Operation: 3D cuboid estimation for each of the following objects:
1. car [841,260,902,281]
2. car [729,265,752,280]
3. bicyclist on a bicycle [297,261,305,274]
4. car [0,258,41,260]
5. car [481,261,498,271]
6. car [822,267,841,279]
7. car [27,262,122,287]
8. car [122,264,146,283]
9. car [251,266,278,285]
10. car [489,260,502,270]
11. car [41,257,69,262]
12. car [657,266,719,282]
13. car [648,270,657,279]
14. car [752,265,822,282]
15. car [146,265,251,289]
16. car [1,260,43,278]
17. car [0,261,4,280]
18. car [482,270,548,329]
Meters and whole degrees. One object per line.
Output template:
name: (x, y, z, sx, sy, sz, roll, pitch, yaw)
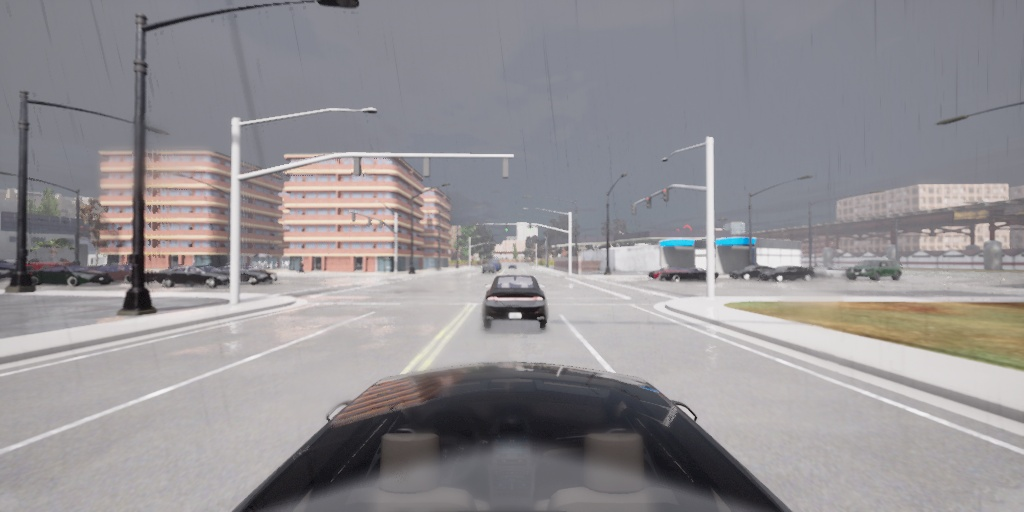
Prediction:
car: (36.177, 1.406, 35.799, 5.566, 2.045, 2.150, 0, -1, -19)
car: (25.062, 1.706, 37.147, 4.892, 1.490, 1.837, 0, -1, -5)
bicyclist on a bicycle: (-26.115, 1.383, 44.314, 0.582, 1.620, 1.656, 1, 0, 1)
car: (-50.528, 1.053, 35.482, 4.892, 1.490, 1.837, 1, -1, 2)
car: (-3.546, 1.925, 54.557, 1.837, 1.490, 4.892, 0, -1, 0)
car: (34.720, 1.826, 38.958, 4.718, 1.301, 1.895, 0, -1, -19)
car: (-29.895, 1.340, 24.400, 4.181, 1.385, 1.994, 1, -1, 1)
car: (-30.523, 1.356, 27.917, 5.357, 1.411, 2.033, 1, -1, 1)
car: (-20.779, 1.437, 27.704, 4.902, 1.511, 2.128, 1, -1, 1)
car: (-3.491, 1.766, 64.354, 2.150, 2.045, 5.566, 0, -1, 1)
car: (-50.765, 0.939, 38.941, 4.553, 1.767, 2.097, 1, -1, 1)
car: (16.493, 1.755, 33.506, 4.718, 1.301, 1.895, 0, -1, 0)
car: (16.318, 1.763, 37.034, 4.181, 1.385, 1.994, 0, -1, 0)
car: (25.771, 1.662, 33.698, 4.892, 1.490, 1.837, 0, -1, -6)
car: (-21.054, 1.394, 24.213, 4.902, 1.511, 2.128, 1, -1, 1)
car: (-40.415, 1.201, 28.129, 4.181, 1.385, 1.994, 1, -1, 1)
car: (-39.148, 1.163, 24.600, 5.357, 1.411, 2.033, 1, -1, 1)
car: (0.102, 1.368, 11.734, 2.128, 1.511, 4.902, 0, -1, 0)
